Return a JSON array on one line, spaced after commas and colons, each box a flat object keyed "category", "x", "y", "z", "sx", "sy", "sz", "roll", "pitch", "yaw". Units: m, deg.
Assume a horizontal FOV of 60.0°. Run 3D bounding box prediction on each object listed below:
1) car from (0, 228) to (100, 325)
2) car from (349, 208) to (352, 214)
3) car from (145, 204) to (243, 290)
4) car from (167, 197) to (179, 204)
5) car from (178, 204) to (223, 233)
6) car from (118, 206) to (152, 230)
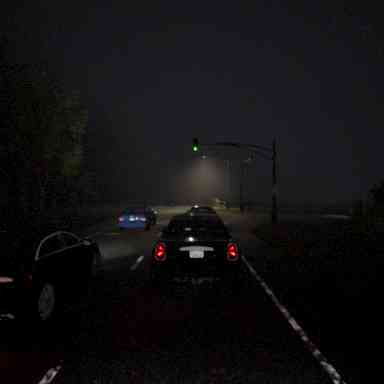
[{"category": "car", "x": -3.398, "y": 1.508, "z": 7.103, "sx": 2.128, "sy": 1.511, "sz": 4.902, "roll": 0, "pitch": 0, "yaw": 0}, {"category": "car", "x": 18.967, "y": 1.866, "z": 34.939, "sx": 4.674, "sy": 1.442, "sz": 1.812, "roll": 1, "pitch": -1, "yaw": 0}, {"category": "car", "x": 0.101, "y": 1.374, "z": 9.307, "sx": 2.097, "sy": 1.767, "sz": 4.553, "roll": 0, "pitch": 0, "yaw": 0}, {"category": "car", "x": -3.385, "y": 1.639, "z": 59.732, "sx": 1.837, "sy": 1.490, "sz": 4.892, "roll": 0, "pitch": 0, "yaw": 0}, {"category": "car", "x": 0.713, "y": 1.599, "z": 21.460, "sx": 2.033, "sy": 1.411, "sz": 5.357, "roll": 0, "pitch": 0, "yaw": 10}, {"category": "car", "x": -3.394, "y": 1.598, "z": 21.358, "sx": 2.033, "sy": 1.411, "sz": 5.357, "roll": 0, "pitch": 0, "yaw": 0}]
